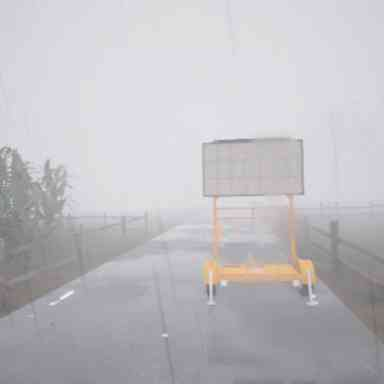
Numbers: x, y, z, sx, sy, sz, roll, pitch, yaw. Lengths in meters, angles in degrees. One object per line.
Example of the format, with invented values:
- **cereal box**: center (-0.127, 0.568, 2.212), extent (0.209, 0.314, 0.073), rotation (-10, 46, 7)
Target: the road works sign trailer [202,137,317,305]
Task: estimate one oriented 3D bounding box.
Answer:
- **road works sign trailer**: center (1.476, 0.502, 8.131), extent (2.380, 3.560, 2.880), rotation (-1, -1, 5)
